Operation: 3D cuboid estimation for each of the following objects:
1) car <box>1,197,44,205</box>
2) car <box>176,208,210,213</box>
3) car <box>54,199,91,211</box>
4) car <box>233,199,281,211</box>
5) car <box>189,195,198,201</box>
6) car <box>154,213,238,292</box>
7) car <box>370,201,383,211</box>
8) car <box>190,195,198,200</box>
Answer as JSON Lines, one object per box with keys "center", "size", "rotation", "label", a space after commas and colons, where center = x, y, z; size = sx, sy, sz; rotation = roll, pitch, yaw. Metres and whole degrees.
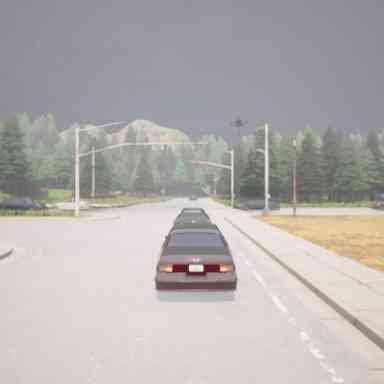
{"center": [-18.070, 1.362, 35.811], "size": [4.553, 1.767, 2.097], "rotation": [0, 0, 1], "label": "car"}
{"center": [0.052, 1.544, 18.264], "size": [1.994, 1.385, 4.181], "rotation": [0, 0, 1], "label": "car"}
{"center": [-14.342, 1.530, 39.444], "size": [4.674, 1.442, 1.812], "rotation": [0, 0, 1], "label": "car"}
{"center": [7.583, 1.532, 39.055], "size": [5.357, 1.411, 2.033], "rotation": [0, 0, 1], "label": "car"}
{"center": [0.191, 1.519, 80.548], "size": [1.895, 1.301, 4.718], "rotation": [0, 0, 2], "label": "car"}
{"center": [0.081, 1.540, 9.040], "size": [2.033, 1.411, 5.357], "rotation": [0, 0, 0], "label": "car"}
{"center": [23.364, 1.496, 38.763], "size": [4.674, 1.442, 1.812], "rotation": [0, 0, 1], "label": "car"}
{"center": [0.549, 1.467, 90.528], "size": [1.994, 1.385, 4.181], "rotation": [0, 0, 2], "label": "car"}
